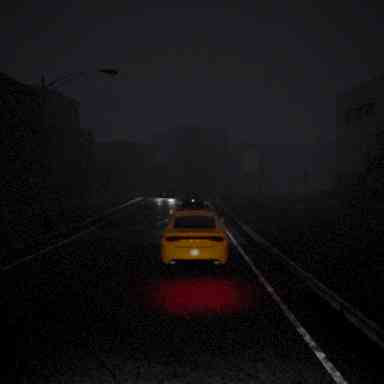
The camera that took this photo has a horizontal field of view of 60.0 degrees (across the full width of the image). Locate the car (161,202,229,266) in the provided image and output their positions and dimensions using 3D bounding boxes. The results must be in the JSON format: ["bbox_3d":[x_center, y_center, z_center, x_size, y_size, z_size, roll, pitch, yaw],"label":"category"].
[{"bbox_3d":[0.080,1.339,11.027,1.882,1.535,5.008,0,2,0],"label":"car"}]

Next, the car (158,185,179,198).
[{"bbox_3d":[-2.925,-0.092,43.164,1.837,1.490,4.892,0,3,12],"label":"car"}]

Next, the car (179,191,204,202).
[{"bbox_3d":[0.095,0.614,31.153,1.994,1.385,4.181,0,3,0],"label":"car"}]
